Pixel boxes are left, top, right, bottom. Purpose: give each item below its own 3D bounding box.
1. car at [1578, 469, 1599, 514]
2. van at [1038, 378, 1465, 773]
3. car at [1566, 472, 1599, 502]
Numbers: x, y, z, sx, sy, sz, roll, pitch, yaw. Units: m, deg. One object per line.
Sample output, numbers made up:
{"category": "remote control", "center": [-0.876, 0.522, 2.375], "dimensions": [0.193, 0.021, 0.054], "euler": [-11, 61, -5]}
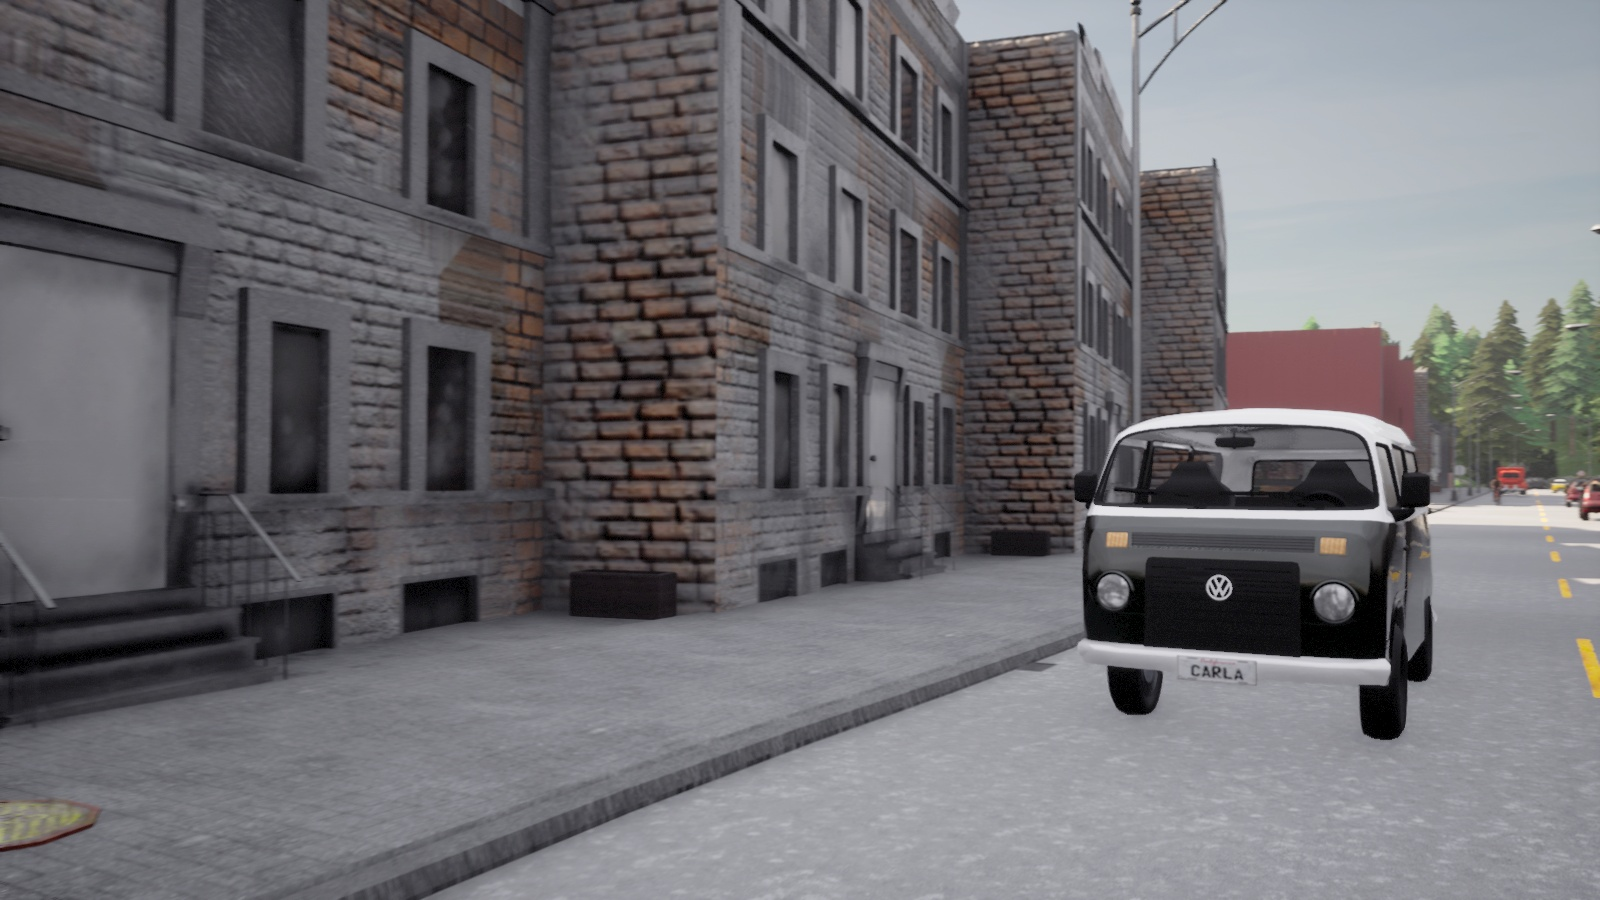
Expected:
{"category": "car", "center": [29.884, 1.507, 46.350], "dimensions": [1.851, 1.617, 3.988], "euler": [-1, -1, 30]}
{"category": "van", "center": [3.454, 0.709, 8.952], "dimensions": [2.069, 2.038, 4.480], "euler": [-1, -2, 30]}
{"category": "car", "center": [41.264, 1.926, 65.824], "dimensions": [1.789, 1.549, 3.705], "euler": [-1, -1, 30]}
